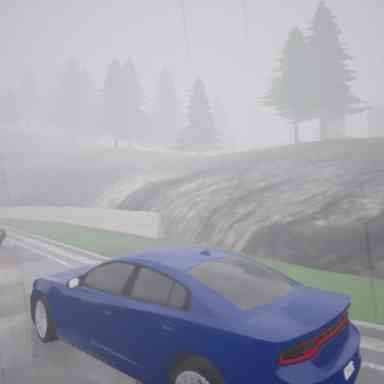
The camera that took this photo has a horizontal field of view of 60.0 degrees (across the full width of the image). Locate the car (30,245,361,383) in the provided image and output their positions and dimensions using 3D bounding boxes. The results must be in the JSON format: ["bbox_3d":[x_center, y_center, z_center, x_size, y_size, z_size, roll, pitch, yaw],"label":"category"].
[{"bbox_3d":[-0.448,1.506,4.664,5.008,1.535,1.882,-1,-1,40],"label":"car"}]

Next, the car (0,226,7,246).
[{"bbox_3d":[-9.966,1.749,15.103,1.895,1.301,4.718,0,0,-41],"label":"car"}]
